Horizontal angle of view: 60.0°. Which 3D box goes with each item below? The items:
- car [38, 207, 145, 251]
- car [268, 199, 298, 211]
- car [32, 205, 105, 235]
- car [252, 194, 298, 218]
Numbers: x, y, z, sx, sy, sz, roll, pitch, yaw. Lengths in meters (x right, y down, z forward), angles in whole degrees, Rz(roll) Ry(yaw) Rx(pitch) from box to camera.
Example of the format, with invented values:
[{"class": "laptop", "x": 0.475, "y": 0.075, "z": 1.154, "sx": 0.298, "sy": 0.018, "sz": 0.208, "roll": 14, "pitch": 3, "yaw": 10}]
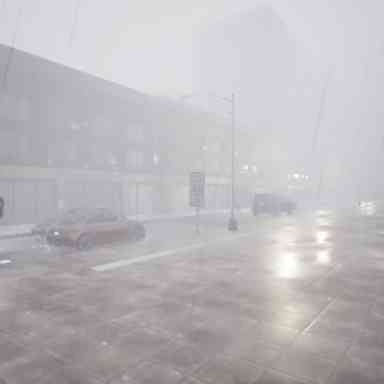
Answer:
[{"class": "car", "x": -3.947, "y": 1.530, "z": 14.206, "sx": 1.994, "sy": 1.385, "sz": 4.181, "roll": 0, "pitch": 0, "yaw": 36}, {"class": "car", "x": 11.056, "y": 1.504, "z": 40.044, "sx": 1.895, "sy": 1.301, "sz": 4.718, "roll": 0, "pitch": 0, "yaw": 36}, {"class": "car", "x": -5.585, "y": 1.458, "z": 16.987, "sx": 1.837, "sy": 1.490, "sz": 4.892, "roll": 0, "pitch": 0, "yaw": 36}, {"class": "car", "x": 7.371, "y": 1.153, "z": 29.941, "sx": 2.150, "sy": 2.045, "sz": 5.566, "roll": 0, "pitch": 0, "yaw": 36}]
